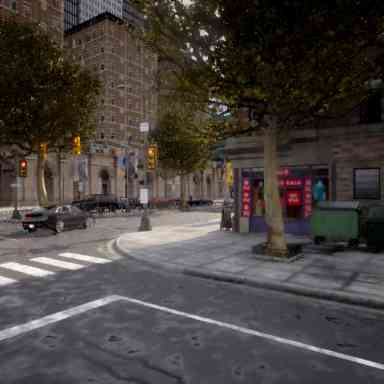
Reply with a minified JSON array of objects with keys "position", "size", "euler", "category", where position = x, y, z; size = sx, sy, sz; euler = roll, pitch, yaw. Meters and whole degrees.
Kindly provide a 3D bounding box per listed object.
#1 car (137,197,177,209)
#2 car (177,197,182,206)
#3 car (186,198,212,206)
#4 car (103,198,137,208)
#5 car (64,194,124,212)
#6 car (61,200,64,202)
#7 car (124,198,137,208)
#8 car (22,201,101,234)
[{"position":[-4.602,1.478,44.403],"size":[1.882,1.535,5.008],"euler":[0,0,36],"category":"car"},{"position":[-2.283,1.564,53.607],"size":[1.994,1.385,4.181],"euler":[0,0,36],"category":"car"},{"position":[1.411,1.601,52.743],"size":[1.895,1.301,4.718],"euler":[0,0,36],"category":"car"},{"position":[-10.282,1.595,47.897],"size":[1.895,1.301,4.718],"euler":[0,0,36],"category":"car"},{"position":[-10.501,1.221,36.206],"size":[2.150,2.045,5.566],"euler":[0,0,36],"category":"car"},{"position":[-13.767,1.547,37.656],"size":[2.033,1.411,5.357],"euler":[0,0,36],"category":"car"},{"position":[-8.147,1.526,45.449],"size":[1.812,1.442,4.674],"euler":[0,0,36],"category":"car"},{"position":[-7.586,1.504,19.418],"size":[1.837,1.490,4.892],"euler":[-3,-1,15],"category":"car"}]
